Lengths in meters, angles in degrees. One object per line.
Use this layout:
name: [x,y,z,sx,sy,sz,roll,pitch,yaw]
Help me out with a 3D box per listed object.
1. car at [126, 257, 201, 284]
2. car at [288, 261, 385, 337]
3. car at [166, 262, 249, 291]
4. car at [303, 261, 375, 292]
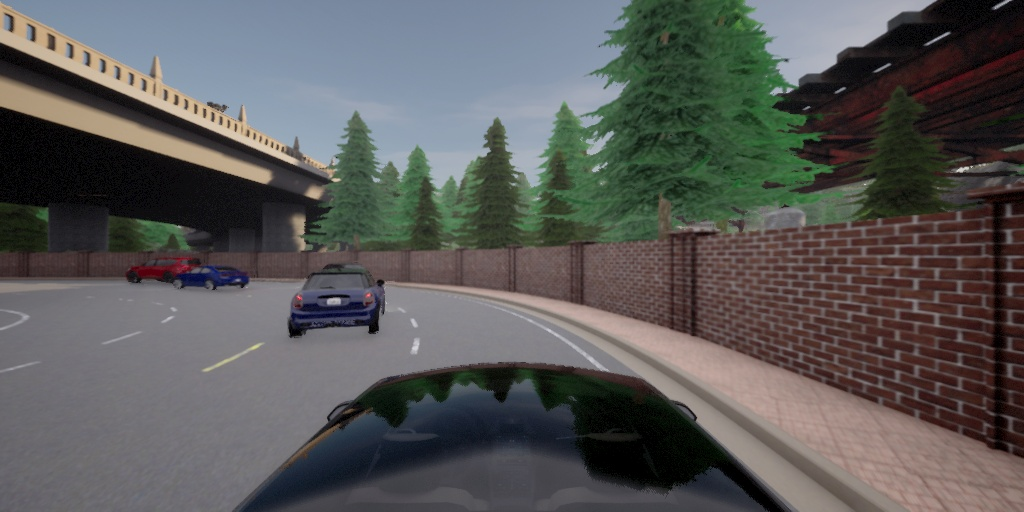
car: [-27.469,1.123,28.554,5.566,2.045,2.150,0,0,9]
car: [-5.025,1.153,10.823,2.097,1.767,4.553,0,0,-18]
car: [-19.272,1.347,22.992,5.008,1.535,1.882,0,-1,19]
car: [-11.240,1.221,23.176,4.553,1.767,2.097,0,0,32]
